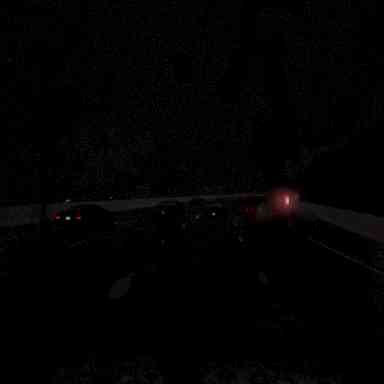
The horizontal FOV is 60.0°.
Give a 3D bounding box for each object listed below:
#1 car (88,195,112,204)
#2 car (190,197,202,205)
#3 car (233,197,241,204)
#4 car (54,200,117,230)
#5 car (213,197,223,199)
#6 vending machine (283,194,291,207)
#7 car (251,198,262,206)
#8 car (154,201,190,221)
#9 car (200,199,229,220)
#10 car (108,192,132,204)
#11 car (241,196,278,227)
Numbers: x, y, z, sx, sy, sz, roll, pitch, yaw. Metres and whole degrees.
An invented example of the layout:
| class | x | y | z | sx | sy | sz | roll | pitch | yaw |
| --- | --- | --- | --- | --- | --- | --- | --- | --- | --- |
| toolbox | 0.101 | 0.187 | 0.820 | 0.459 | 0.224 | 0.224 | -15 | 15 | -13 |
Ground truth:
| class | x | y | z | sx | sy | sz | roll | pitch | yaw |
| --- | --- | --- | --- | --- | --- | --- | --- | --- | --- |
| car | -16.776 | 1.325 | 60.850 | 2.033 | 1.411 | 5.357 | 1 | 0 | 11 |
| car | 0.814 | 1.589 | 59.055 | 1.994 | 1.385 | 4.181 | 1 | 0 | 11 |
| car | 9.112 | 1.631 | 64.907 | 2.128 | 1.511 | 4.902 | 1 | 0 | 11 |
| car | -6.333 | 1.467 | 20.409 | 2.033 | 1.411 | 5.357 | 1 | 0 | 8 |
| car | 4.726 | 1.643 | 60.756 | 1.994 | 1.385 | 4.181 | 1 | 0 | 11 |
| vending machine | 15.703 | 1.421 | 54.946 | 1.100 | 2.100 | 0.880 | 1 | 0 | 11 |
| car | 11.427 | 1.770 | 58.802 | 1.895 | 1.301 | 4.718 | 1 | 0 | 12 |
| car | -1.709 | 1.461 | 27.190 | 1.882 | 1.535 | 5.008 | 0 | 0 | 9 |
| car | 2.085 | 1.561 | 28.358 | 1.812 | 1.442 | 4.674 | 1 | 0 | 9 |
| car | -13.150 | 1.051 | 61.132 | 2.150 | 2.045 | 5.566 | 1 | 0 | 11 |
| car | 4.813 | 1.293 | 23.845 | 2.150 | 2.045 | 5.566 | 0 | 0 | 8 |
